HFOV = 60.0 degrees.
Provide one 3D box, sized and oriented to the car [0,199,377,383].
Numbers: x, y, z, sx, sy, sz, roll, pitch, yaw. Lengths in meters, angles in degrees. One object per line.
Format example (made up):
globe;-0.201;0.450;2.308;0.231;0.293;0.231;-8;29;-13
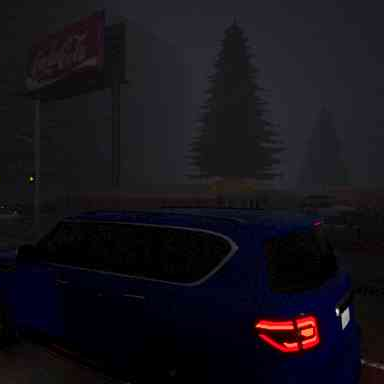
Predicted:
car;-0.795;1.221;4.566;5.566;2.045;2.150;0;0;36

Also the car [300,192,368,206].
car;9.169;1.149;22.010;3.866;1.878;1.905;0;0;35

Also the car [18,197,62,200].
car;-13.625;1.505;30.350;1.837;1.490;4.892;0;0;35

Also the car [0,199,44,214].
car;-18.602;1.526;35.781;1.812;1.442;4.674;0;0;35

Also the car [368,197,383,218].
car;11.109;1.338;24.067;4.193;1.474;1.816;0;0;35

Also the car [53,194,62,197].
car;-13.986;1.222;36.249;2.150;2.045;5.566;0;0;35

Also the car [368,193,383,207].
car;26.613;1.285;47.798;3.988;1.617;1.851;0;0;35
